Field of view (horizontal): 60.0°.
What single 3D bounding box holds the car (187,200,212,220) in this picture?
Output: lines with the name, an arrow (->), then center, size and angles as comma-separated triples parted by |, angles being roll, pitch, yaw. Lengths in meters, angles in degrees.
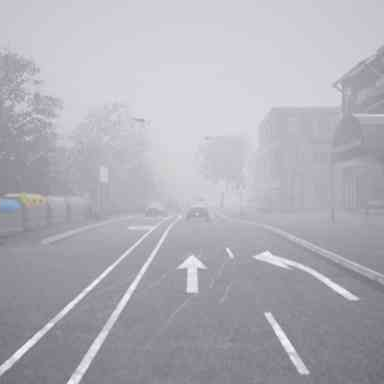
car -> 0.538, 1.617, 28.308 | 1.812, 1.442, 4.674 | 0, -1, 2

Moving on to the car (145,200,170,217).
car -> -3.669, 1.773, 34.486 | 1.812, 1.442, 4.674 | 0, -1, 2

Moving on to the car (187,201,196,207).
car -> -0.152, 3.203, 90.333 | 2.002, 1.452, 4.674 | -2, 1, 6

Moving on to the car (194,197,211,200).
car -> 1.187, 1.788, 46.603 | 2.150, 2.045, 5.566 | 0, -2, 2

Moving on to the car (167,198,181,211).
car -> -3.000, 1.956, 52.885 | 2.150, 2.045, 5.566 | 0, -2, 3
